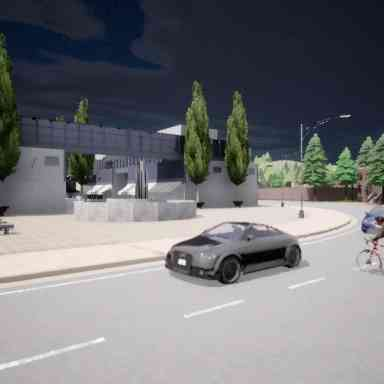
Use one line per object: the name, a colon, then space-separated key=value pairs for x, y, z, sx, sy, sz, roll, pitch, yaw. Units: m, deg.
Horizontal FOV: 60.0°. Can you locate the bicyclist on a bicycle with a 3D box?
bicyclist on a bicycle: x=5.129 y=1.455 z=8.741 sx=0.582 sy=1.620 sz=1.656 roll=0 pitch=-2 yaw=-38

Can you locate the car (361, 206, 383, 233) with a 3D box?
car: x=10.982 y=1.525 z=18.846 sx=1.812 sy=1.442 sz=4.674 roll=0 pitch=0 yaw=37

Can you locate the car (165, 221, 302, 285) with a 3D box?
car: x=1.301 y=1.562 z=9.574 sx=4.181 sy=1.385 sz=1.994 roll=0 pitch=0 yaw=-39
